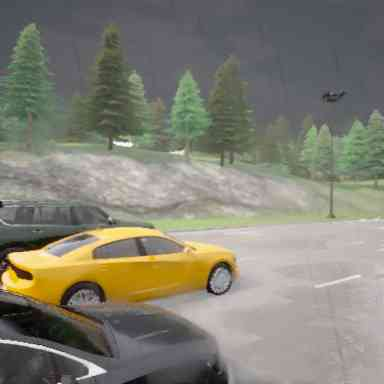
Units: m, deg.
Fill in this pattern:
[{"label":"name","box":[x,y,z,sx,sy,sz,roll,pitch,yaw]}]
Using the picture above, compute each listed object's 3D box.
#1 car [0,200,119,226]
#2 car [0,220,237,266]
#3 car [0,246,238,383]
[{"label":"car","box":[-3.620,1.255,9.764,5.566,2.045,2.150,1,-1,-35]},{"label":"car","box":[-1.202,1.518,7.188,5.008,1.535,1.882,1,0,-35]},{"label":"car","box":[-1.903,1.503,2.389,4.892,1.490,1.837,0,0,-35]}]
